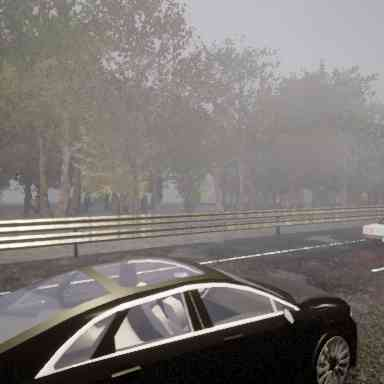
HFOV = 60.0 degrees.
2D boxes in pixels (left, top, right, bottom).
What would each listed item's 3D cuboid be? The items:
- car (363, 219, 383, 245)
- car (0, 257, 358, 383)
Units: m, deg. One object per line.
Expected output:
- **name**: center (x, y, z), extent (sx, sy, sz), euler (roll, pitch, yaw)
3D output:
- **car**: center (9.404, 1.581, 14.024), extent (4.718, 1.301, 1.895), euler (0, 0, -32)
- **car**: center (-0.179, 1.490, 3.522), extent (4.902, 1.511, 2.128), euler (0, 0, -35)
